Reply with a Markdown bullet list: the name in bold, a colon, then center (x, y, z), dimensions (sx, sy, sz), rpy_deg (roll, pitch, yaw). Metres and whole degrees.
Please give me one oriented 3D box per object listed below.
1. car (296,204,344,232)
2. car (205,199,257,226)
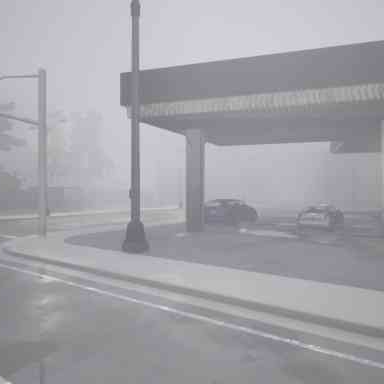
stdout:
- **car**: center (7.722, 1.456, 19.787), dimensions (1.970, 1.475, 3.806), rpy_deg (0, 0, 37)
- **car**: center (2.648, 1.295, 22.587), dimensions (2.242, 1.667, 4.611), rpy_deg (0, 0, 37)
